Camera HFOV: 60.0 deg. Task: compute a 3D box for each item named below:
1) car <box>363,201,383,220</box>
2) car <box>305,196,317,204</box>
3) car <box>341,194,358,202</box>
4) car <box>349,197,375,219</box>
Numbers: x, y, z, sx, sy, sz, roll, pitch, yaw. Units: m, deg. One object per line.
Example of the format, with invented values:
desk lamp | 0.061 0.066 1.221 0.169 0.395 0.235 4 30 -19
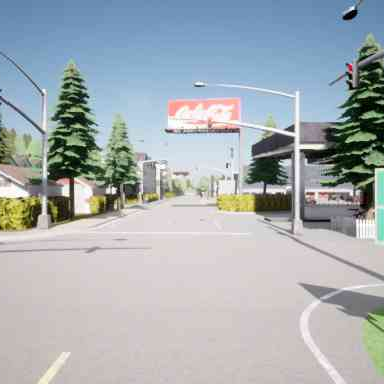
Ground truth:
car | 18.679 1.672 30.670 4.611 1.667 2.242 0 0 0
car | 22.470 1.552 64.069 1.970 1.475 3.806 0 0 0
car | 34.870 1.489 71.866 2.007 1.523 4.514 0 0 0
car | 14.356 1.504 24.998 3.866 1.878 1.905 0 0 0
